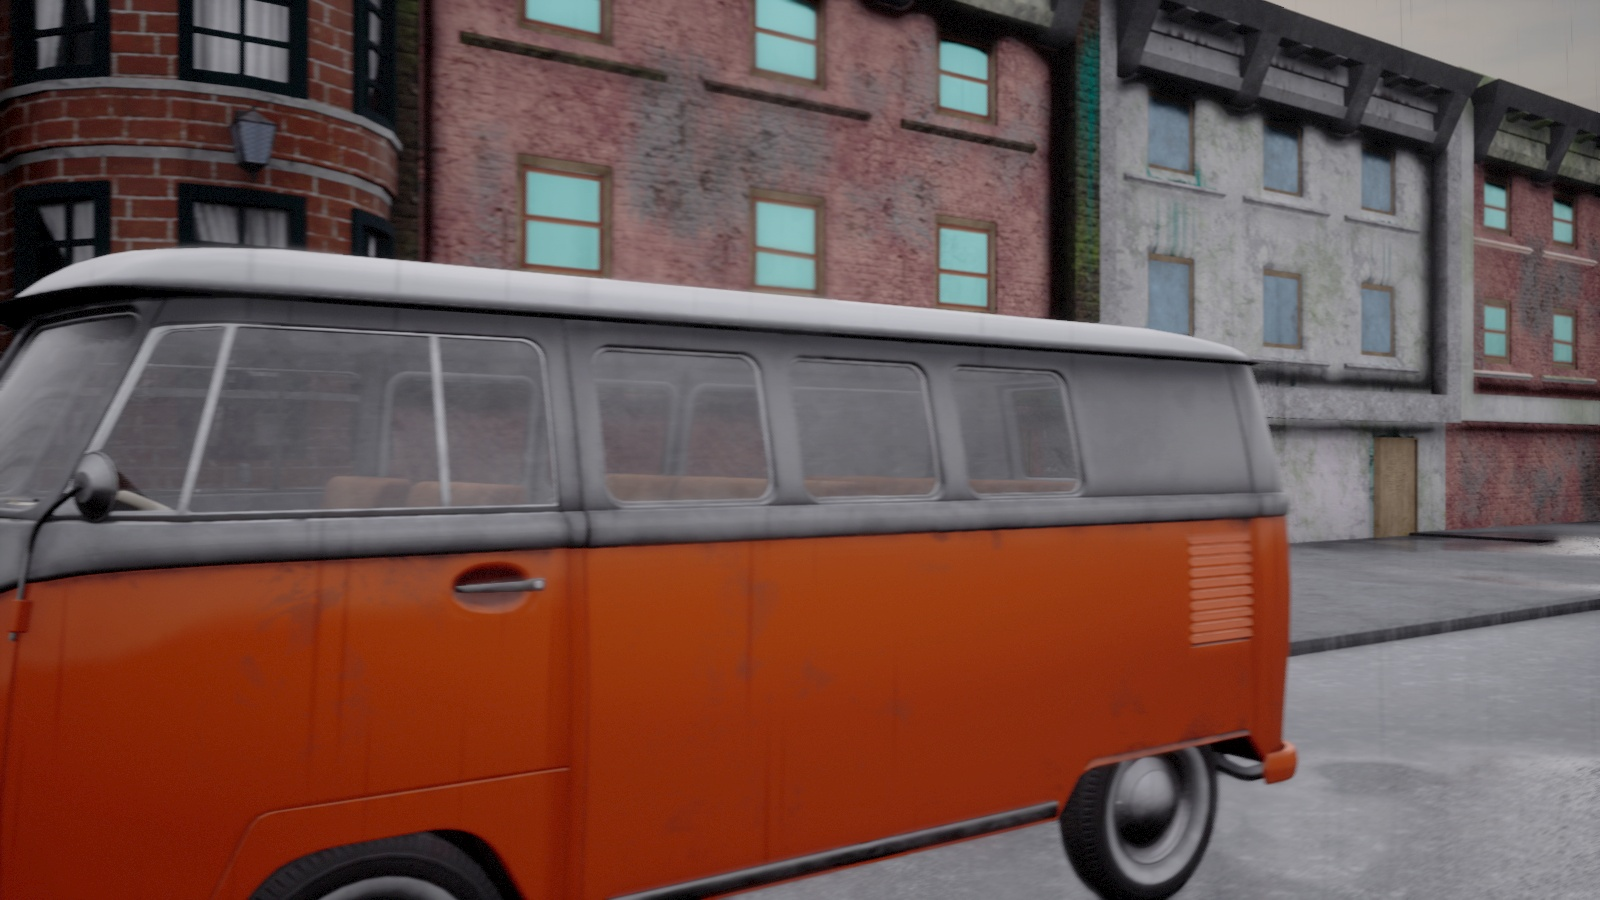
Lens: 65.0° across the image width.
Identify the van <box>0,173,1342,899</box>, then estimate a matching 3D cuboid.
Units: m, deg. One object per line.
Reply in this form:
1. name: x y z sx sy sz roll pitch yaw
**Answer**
1. van: -0.370 0.508 4.010 4.442 1.987 1.775 0 0 -35
